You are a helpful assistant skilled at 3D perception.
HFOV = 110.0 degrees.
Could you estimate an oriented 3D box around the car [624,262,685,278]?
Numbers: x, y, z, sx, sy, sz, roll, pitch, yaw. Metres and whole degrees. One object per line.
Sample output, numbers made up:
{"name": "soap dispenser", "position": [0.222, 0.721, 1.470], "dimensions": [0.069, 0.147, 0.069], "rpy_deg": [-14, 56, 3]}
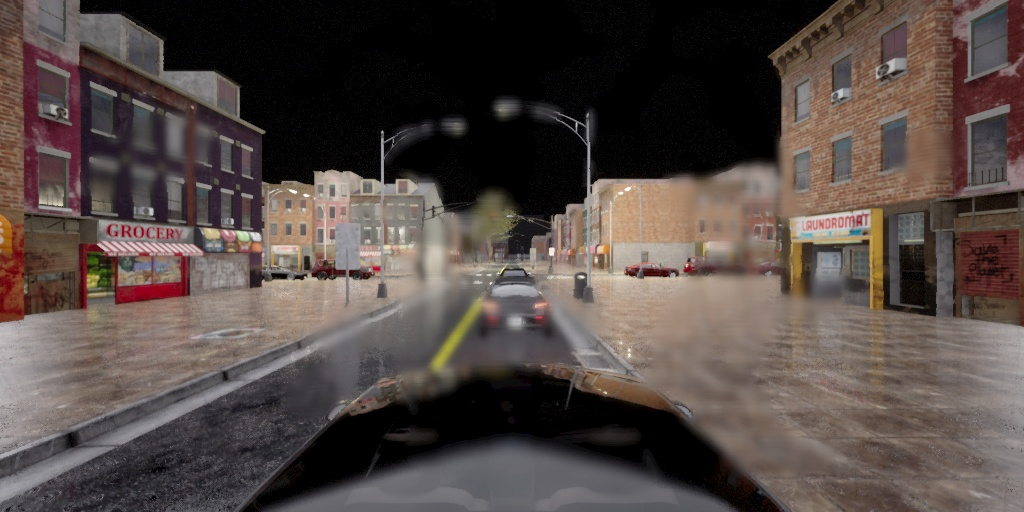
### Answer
{"name": "car", "position": [11.954, 1.217, 30.741], "dimensions": [4.507, 1.381, 1.888], "rpy_deg": [0, 0, 0]}

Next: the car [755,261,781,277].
{"name": "car", "position": [22.822, 1.142, 30.758], "dimensions": [4.507, 1.381, 1.888], "rpy_deg": [0, 0, 0]}

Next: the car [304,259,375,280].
{"name": "car", "position": [-14.454, 1.180, 30.701], "dimensions": [5.009, 1.841, 2.192], "rpy_deg": [0, 0, 0]}

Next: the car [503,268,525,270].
{"name": "car", "position": [0.104, 1.322, 18.887], "dimensions": [1.994, 1.385, 4.181], "rpy_deg": [0, 0, 0]}

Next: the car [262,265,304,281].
{"name": "car", "position": [-19.880, 1.473, 30.693], "dimensions": [4.313, 1.339, 1.948], "rpy_deg": [0, 0, 0]}

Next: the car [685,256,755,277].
{"name": "car", "position": [17.388, 0.948, 30.750], "dimensions": [5.009, 1.841, 2.192], "rpy_deg": [0, 0, 0]}

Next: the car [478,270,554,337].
{"name": "car", "position": [0.099, 1.278, 10.127], "dimensions": [1.812, 1.442, 4.674], "rpy_deg": [0, 0, 0]}
